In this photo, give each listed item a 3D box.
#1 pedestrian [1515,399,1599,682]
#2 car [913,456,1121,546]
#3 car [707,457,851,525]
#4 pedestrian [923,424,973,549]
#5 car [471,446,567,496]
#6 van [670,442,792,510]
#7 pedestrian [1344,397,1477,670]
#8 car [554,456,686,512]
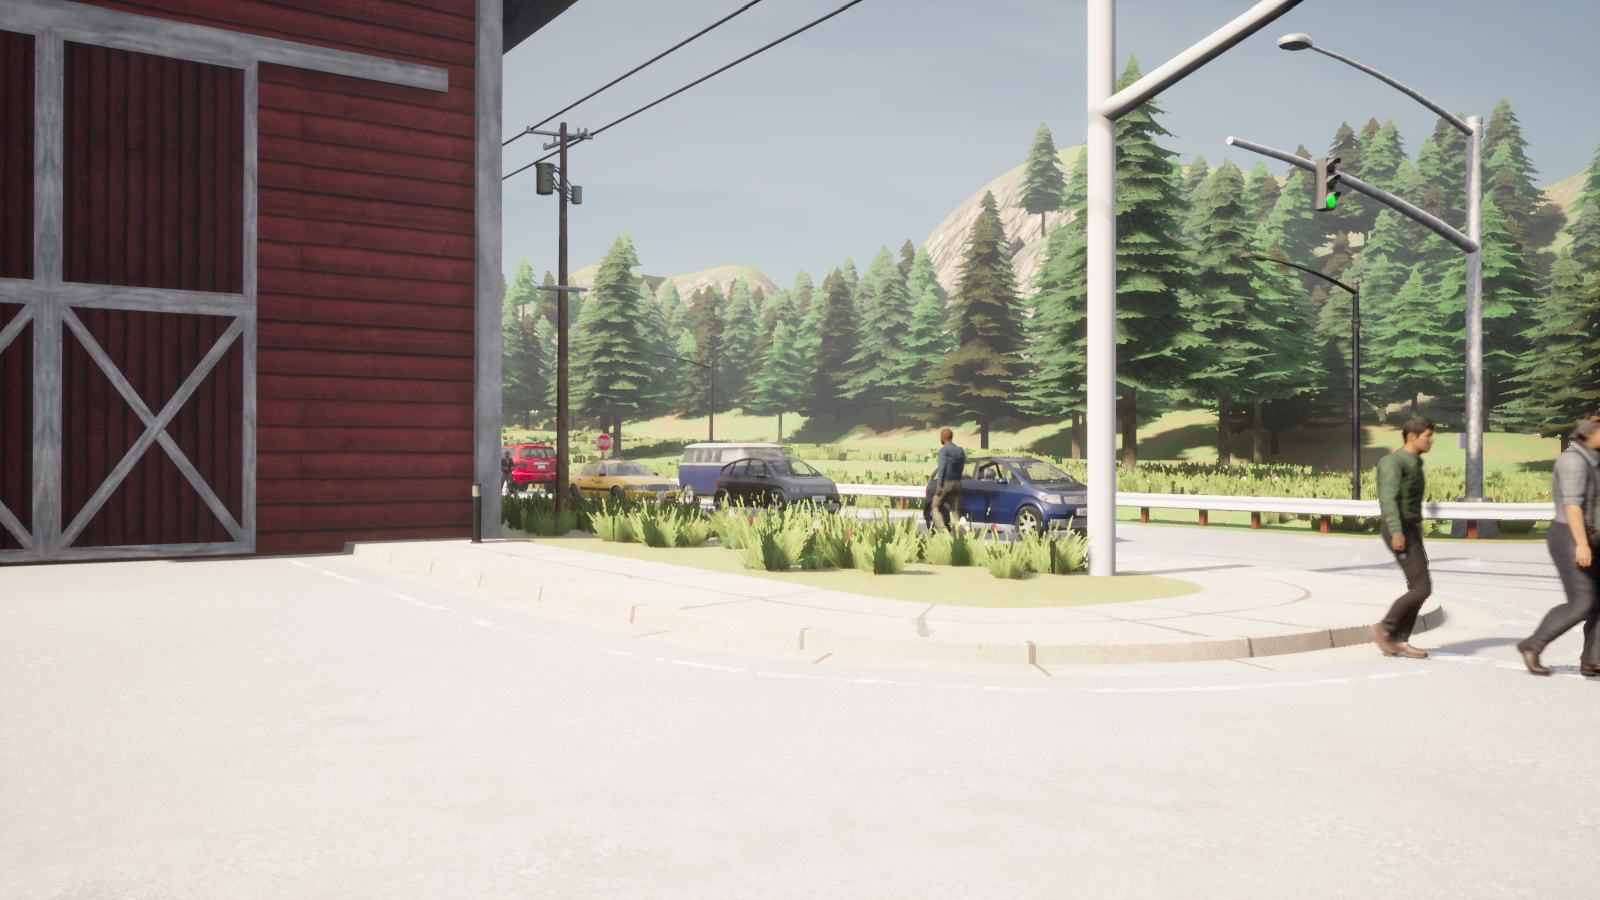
[{"bbox_3d":[5.320,0.591,8.482,0.540,1.848,0.694,0,0,-40],"label":"pedestrian"},{"bbox_3d":[4.009,0.891,23.679,1.789,1.549,3.705,0,0,-34],"label":"car"},{"bbox_3d":[-0.571,0.945,30.515,1.789,1.549,3.705,0,0,-34],"label":"car"},{"bbox_3d":[2.212,0.542,18.810,0.370,1.835,0.726,0,0,-33],"label":"pedestrian"},{"bbox_3d":[-12.153,0.861,54.106,2.150,2.045,5.566,0,0,-34],"label":"car"},{"bbox_3d":[-2.220,0.777,39.270,1.775,1.987,4.442,0,0,-34],"label":"van"},{"bbox_3d":[4.568,0.598,9.414,0.423,1.949,0.788,0,0,-40],"label":"pedestrian"},{"bbox_3d":[-5.532,0.964,37.921,1.801,1.575,5.366,0,0,-34],"label":"car"}]
